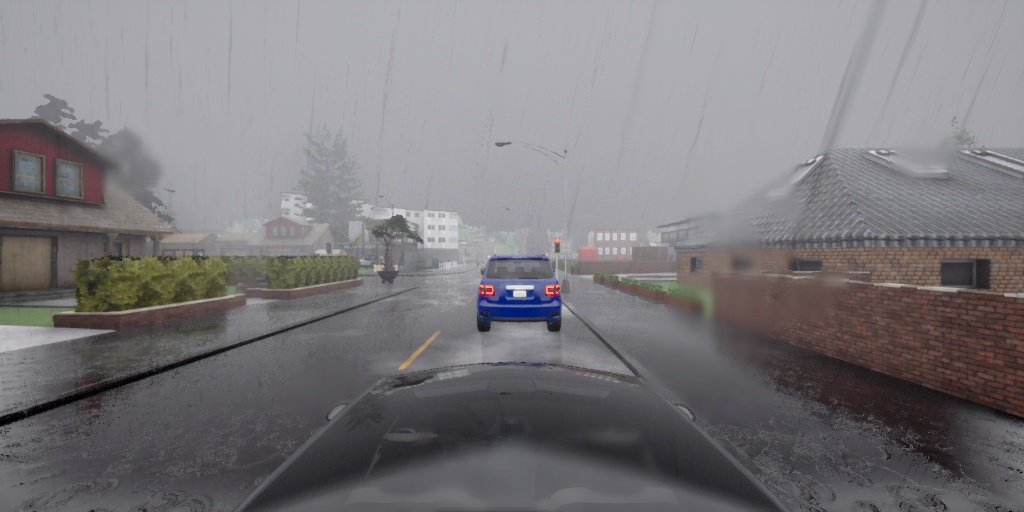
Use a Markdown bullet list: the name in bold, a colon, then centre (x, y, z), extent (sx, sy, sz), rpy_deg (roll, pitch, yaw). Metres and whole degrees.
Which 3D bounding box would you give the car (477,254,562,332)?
- **car**: centre (0.185, 0.971, 11.005), extent (2.150, 2.045, 5.566), rpy_deg (0, 0, 0)

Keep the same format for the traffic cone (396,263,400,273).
- **traffic cone**: centre (-15.056, 1.557, 46.450), extent (0.344, 0.586, 0.344), rpy_deg (0, 0, 0)

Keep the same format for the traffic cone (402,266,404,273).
- **traffic cone**: centre (-14.049, 1.581, 47.482), extent (0.344, 0.586, 0.344), rpy_deg (0, 0, 0)

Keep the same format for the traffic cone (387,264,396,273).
- **traffic cone**: centre (-15.421, 1.560, 45.883), extent (0.344, 0.586, 0.344), rpy_deg (0, 0, 0)
